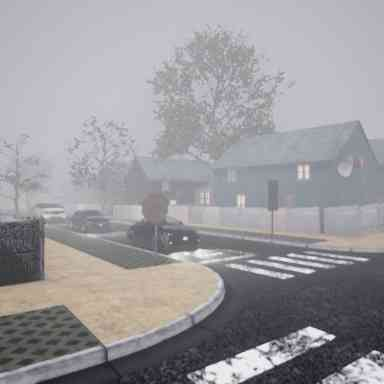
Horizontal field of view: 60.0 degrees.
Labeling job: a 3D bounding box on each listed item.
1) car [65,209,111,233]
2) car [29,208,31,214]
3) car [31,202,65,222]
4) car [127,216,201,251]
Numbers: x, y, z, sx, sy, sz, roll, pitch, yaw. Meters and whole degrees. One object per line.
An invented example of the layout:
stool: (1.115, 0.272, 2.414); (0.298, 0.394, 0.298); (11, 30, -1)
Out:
car: (-7.443, 2.034, 24.144); (1.837, 1.490, 4.892); (0, -2, -35)
car: (-24.748, 2.736, 53.599); (2.097, 1.767, 4.553); (1, -2, -37)
car: (-14.803, 2.064, 34.529); (2.150, 2.045, 5.566); (1, -2, -35)
car: (-1.442, 1.842, 15.682); (1.994, 1.385, 4.181); (1, -2, -36)
